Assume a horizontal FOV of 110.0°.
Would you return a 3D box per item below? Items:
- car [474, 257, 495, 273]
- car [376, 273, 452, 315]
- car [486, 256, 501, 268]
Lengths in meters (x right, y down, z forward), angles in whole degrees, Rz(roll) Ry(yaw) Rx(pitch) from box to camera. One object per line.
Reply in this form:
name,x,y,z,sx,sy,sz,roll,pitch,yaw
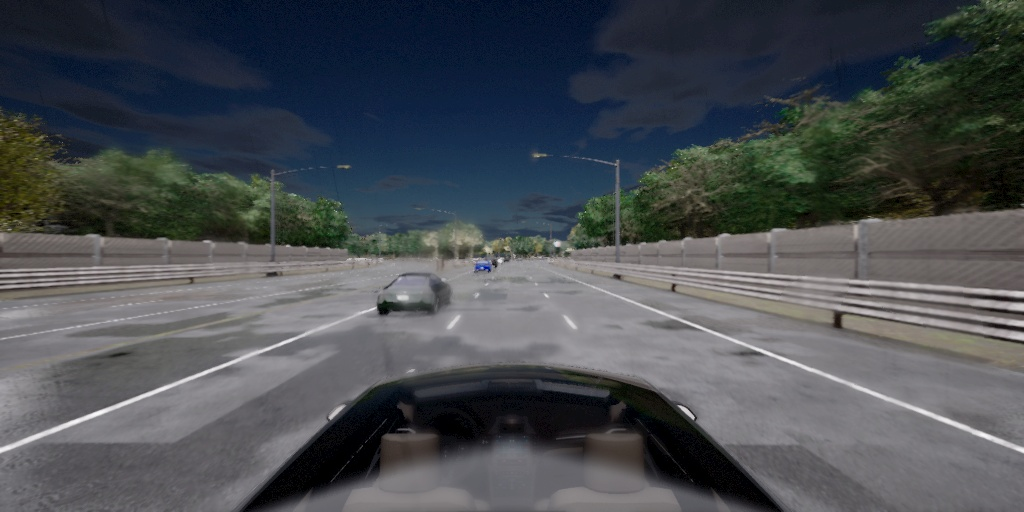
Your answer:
car,-3.502,1.240,44.154,1.882,1.535,5.008,0,0,0
car,-3.501,1.314,13.548,1.994,1.385,4.181,0,0,0
car,-3.504,0.992,60.332,2.150,2.045,5.566,0,0,0
